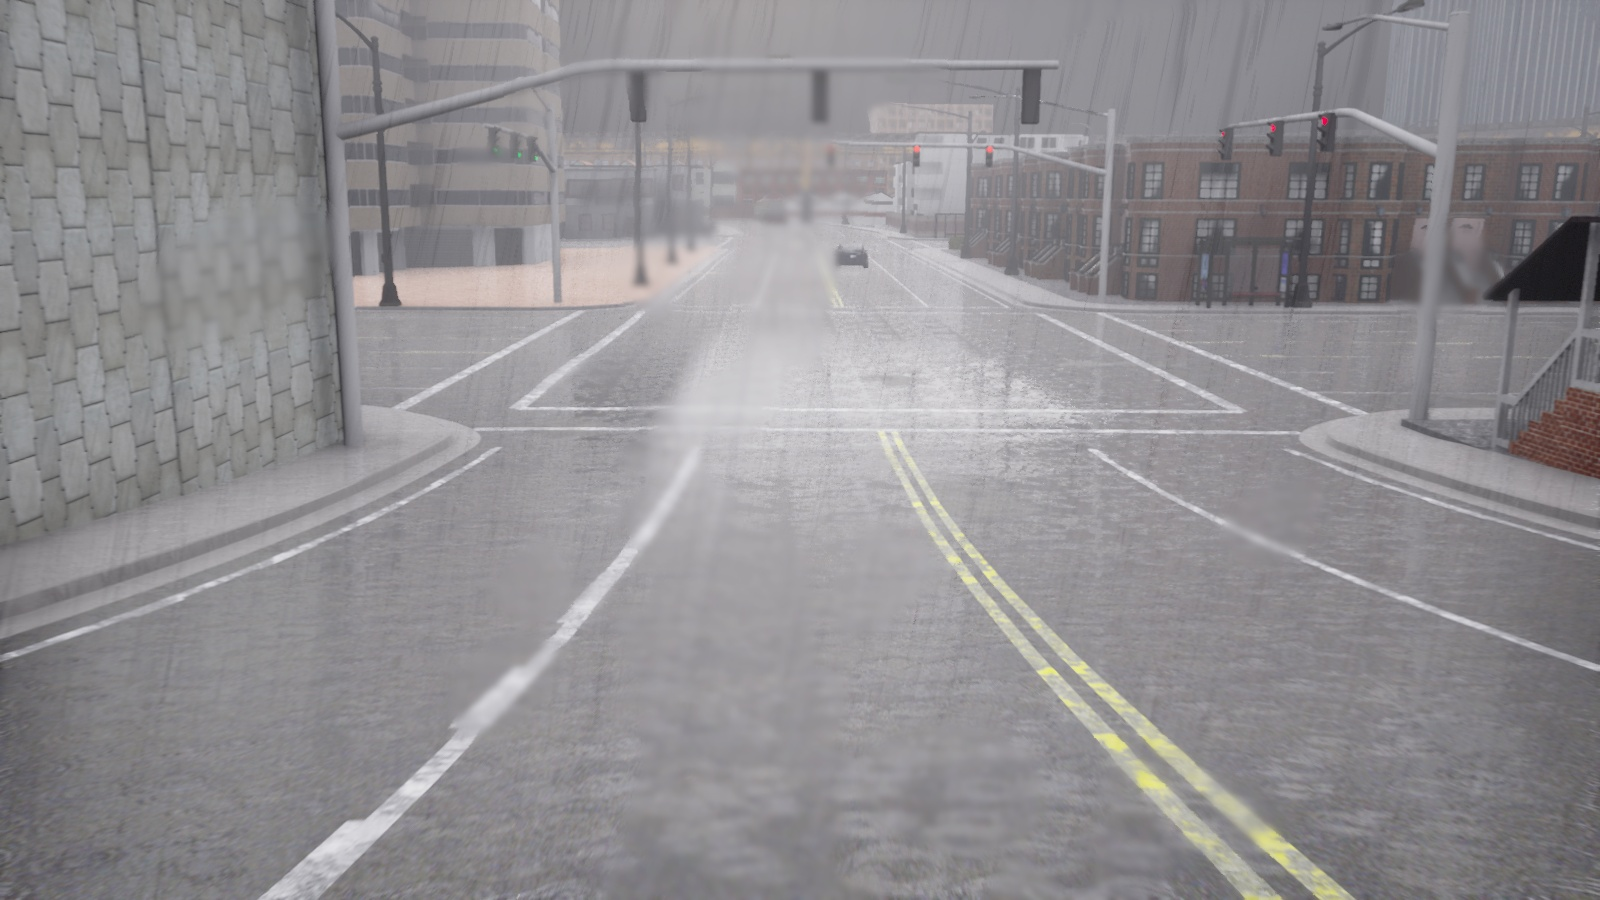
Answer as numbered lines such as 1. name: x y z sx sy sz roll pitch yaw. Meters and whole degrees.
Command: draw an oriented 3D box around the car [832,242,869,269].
1. car: 3.243 -12.659 81.697 2.163 1.488 4.792 0 11 0
